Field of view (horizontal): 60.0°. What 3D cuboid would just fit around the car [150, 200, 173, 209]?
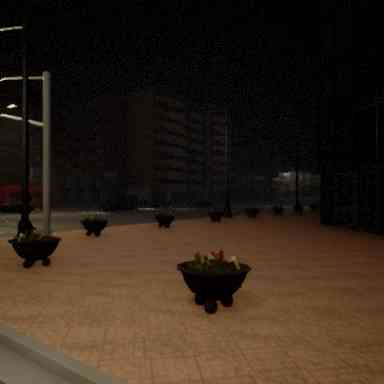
[{"bbox_3d":[-4.910,1.958,53.803,1.994,1.385,4.181,0,-1,36],"label":"car"}]

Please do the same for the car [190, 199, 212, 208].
[{"bbox_3d":[1.611,2.009,56.888,1.882,1.535,5.008,0,-1,35],"label":"car"}]

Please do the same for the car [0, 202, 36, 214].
[{"bbox_3d":[-18.777,1.651,34.149,1.895,1.301,4.718,0,-1,35],"label":"car"}]

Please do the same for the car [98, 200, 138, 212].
[{"bbox_3d":[-9.157,1.770,41.745,2.033,1.411,5.357,0,-1,35],"label":"car"}]
